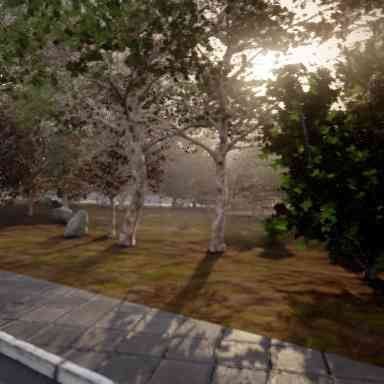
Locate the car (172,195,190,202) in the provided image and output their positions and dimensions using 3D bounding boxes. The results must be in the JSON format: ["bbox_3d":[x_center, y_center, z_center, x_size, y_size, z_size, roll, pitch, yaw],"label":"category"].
[{"bbox_3d":[-3.159,1.842,94.026,2.435,2.045,5.566,5,1,41],"label":"car"}]
